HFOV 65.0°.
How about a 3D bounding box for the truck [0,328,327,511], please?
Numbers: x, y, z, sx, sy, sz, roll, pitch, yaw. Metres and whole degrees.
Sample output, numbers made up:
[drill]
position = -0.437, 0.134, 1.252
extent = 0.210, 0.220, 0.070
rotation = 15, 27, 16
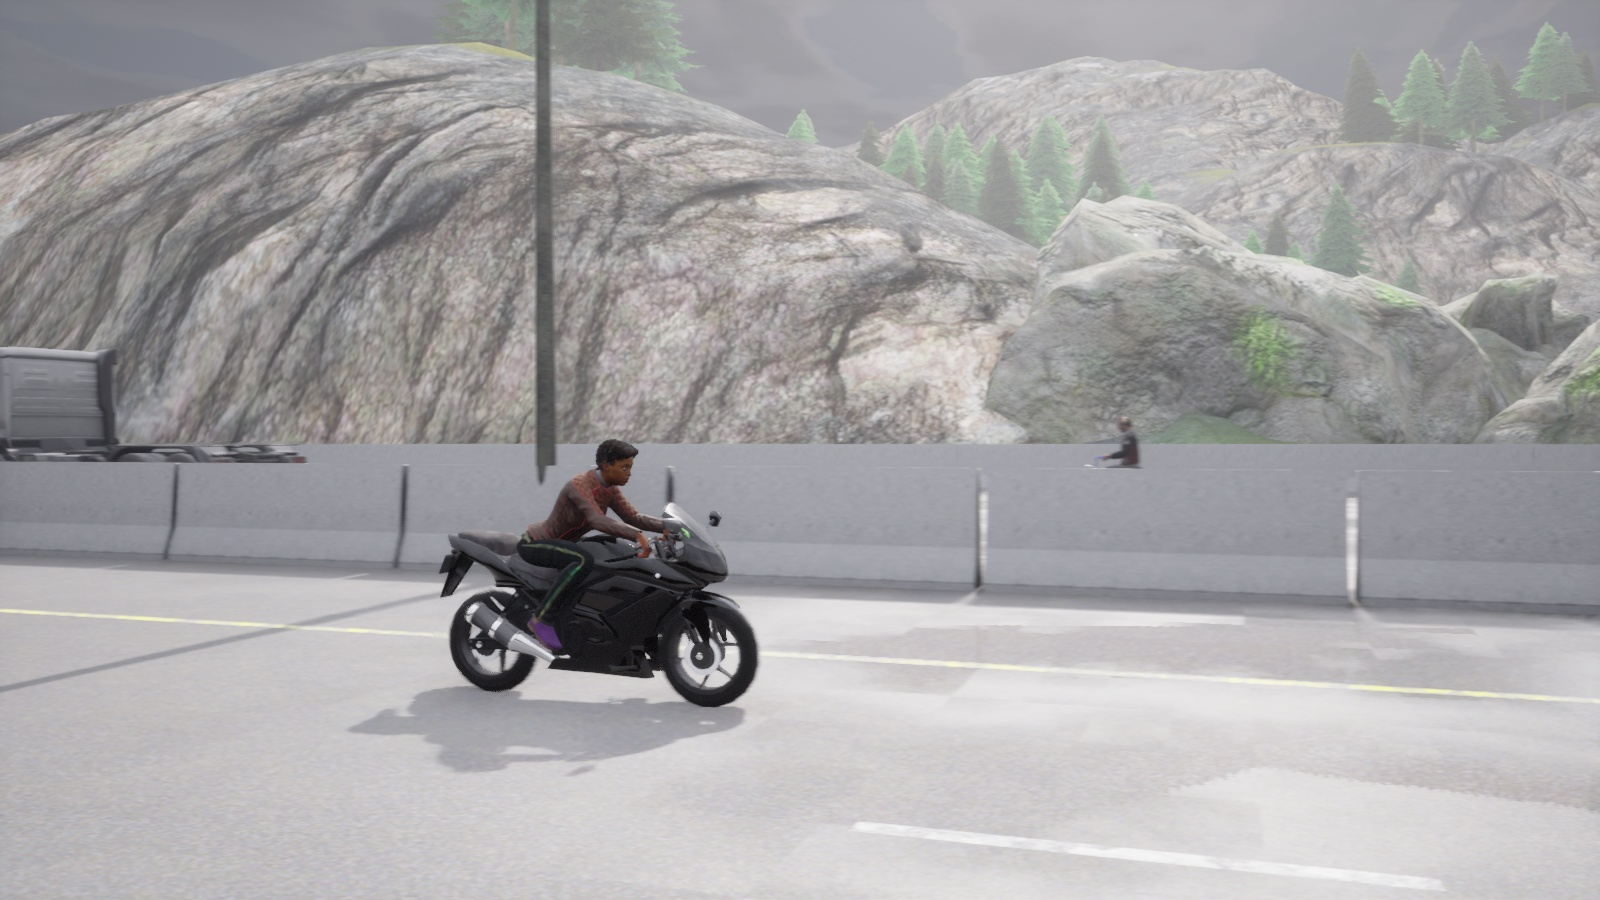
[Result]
[truck]
position = -14.228, -0.632, 26.428
extent = 7.936, 3.462, 2.891
rotation = 1, 1, 19

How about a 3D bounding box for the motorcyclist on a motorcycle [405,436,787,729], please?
[motorcyclist on a motorcycle]
position = -1.176, 0.688, 7.281
extent = 2.044, 1.523, 0.797
rotation = 1, 1, 19
